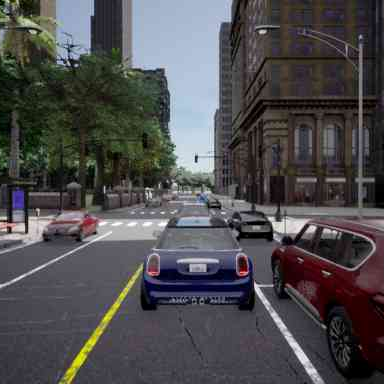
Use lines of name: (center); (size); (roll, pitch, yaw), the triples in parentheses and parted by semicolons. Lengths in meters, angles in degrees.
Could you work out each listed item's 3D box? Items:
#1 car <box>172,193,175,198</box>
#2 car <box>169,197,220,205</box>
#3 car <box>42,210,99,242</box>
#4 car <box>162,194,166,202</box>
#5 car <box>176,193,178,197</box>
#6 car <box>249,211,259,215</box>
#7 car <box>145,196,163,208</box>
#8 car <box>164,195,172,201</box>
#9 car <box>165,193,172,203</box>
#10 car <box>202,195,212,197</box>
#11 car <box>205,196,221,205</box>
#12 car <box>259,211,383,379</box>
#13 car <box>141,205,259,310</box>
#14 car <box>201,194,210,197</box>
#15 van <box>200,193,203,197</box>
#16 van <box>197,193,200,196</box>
car: (-5.762, 1.262, 75.280); (2.192, 1.841, 5.009); (0, 0, 0)
car: (0.102, 1.347, 17.484); (2.097, 1.767, 4.553); (0, 0, 0)
car: (-5.765, 1.578, 16.319); (1.802, 1.307, 4.206); (0, 0, 0)
car: (-5.763, 1.412, 53.598); (1.967, 1.590, 4.097); (0, 0, 0)
car: (-5.760, 1.236, 91.541); (2.192, 1.841, 5.009); (0, 0, 0)
car: (2.760, 1.562, 16.301); (1.947, 1.339, 4.313); (0, 0, 0)
car: (-5.763, 1.527, 48.178); (2.008, 1.369, 4.403); (0, 0, 0)
car: (-5.761, 1.464, 80.531); (1.752, 1.417, 4.829); (0, 0, 0)
car: (-5.762, 1.394, 69.860); (1.967, 1.590, 4.097); (0, 0, 0)
car: (2.762, 1.542, 48.158); (1.947, 1.339, 4.313); (0, 0, 0)
car: (2.762, 1.546, 42.738); (1.947, 1.339, 4.313); (0, 0, 0)
car: (2.758, 1.314, 5.450); (2.192, 1.841, 5.009); (0, 0, 0)
car: (0.103, 1.351, 7.950); (2.097, 1.767, 4.553); (0, 0, 0)
car: (2.763, 1.497, 53.748); (1.752, 1.417, 4.829); (0, 0, 0)
van: (2.762, 1.308, 58.999); (1.690, 1.788, 3.998); (0, 0, 0)
van: (2.764, 1.280, 80.680); (1.690, 1.788, 3.998); (0, 0, 0)
